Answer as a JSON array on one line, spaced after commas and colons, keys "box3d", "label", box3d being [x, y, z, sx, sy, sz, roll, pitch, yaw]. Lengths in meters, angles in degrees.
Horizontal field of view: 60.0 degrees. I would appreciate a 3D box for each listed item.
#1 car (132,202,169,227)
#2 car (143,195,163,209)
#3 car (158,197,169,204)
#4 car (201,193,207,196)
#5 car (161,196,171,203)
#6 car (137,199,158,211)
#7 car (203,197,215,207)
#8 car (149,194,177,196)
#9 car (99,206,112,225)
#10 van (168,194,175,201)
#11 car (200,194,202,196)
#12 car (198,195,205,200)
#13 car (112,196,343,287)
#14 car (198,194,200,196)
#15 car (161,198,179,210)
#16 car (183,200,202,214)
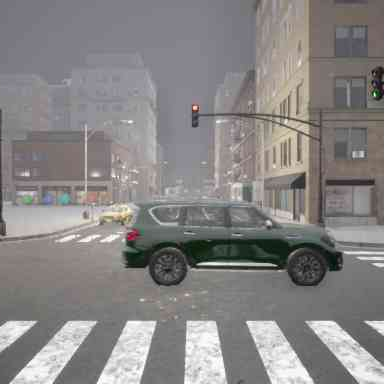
[{"box3d": [-2.841, 1.548, 24.166, 2.033, 1.411, 5.357, 0, 0, 0], "label": "car"}, {"box3d": [-5.373, 1.317, 46.701, 2.192, 1.841, 5.009, 0, 0, 0], "label": "car"}, {"box3d": [-5.367, 1.586, 63.687, 1.802, 1.307, 4.206, 0, 0, 0], "label": "car"}, {"box3d": [2.650, 1.317, 41.036, 2.192, 1.841, 5.009, 0, 0, 0], "label": "car"}, {"box3d": [-5.365, 1.530, 69.179, 1.752, 1.417, 4.829, 0, 0, 0], "label": "car"}, {"box3d": [-5.375, 1.552, 41.039, 2.008, 1.369, 4.403, 0, 0, 0], "label": "car"}, {"box3d": [2.654, 1.528, 52.530, 1.752, 1.417, 4.829, 0, 0, 0], "label": "car"}, {"box3d": [-2.841, 1.353, 33.814, 2.097, 1.767, 4.553, 0, 0, 0], "label": "car"}, {"box3d": [-5.381, 1.526, 23.883, 1.752, 1.417, 4.829, 0, 0, 0], "label": "car"}, {"box3d": [-5.359, 1.349, 86.334, 1.690, 1.788, 3.998, 0, 0, 0], "label": "van"}, {"box3d": [2.660, 1.555, 69.346, 2.008, 1.369, 4.403, 0, 0, 0], "label": "car"}, {"box3d": [2.668, 1.575, 91.993, 1.947, 1.339, 4.313, 0, 0, 0], "label": "car"}, {"box3d": [0.965, 1.227, 8.874, 5.566, 2.045, 2.150, 0, 0, 0], "label": "car"}, {"box3d": [0.075, 1.510, 60.040, 1.837, 1.490, 4.892, 0, 1, 0], "label": "car"}, {"box3d": [-2.831, 1.550, 44.222, 2.033, 1.411, 5.357, 0, 0, 0], "label": "car"}, {"box3d": [0.099, 1.602, 35.838, 1.895, 1.301, 4.718, 0, 0, 0], "label": "car"}]
